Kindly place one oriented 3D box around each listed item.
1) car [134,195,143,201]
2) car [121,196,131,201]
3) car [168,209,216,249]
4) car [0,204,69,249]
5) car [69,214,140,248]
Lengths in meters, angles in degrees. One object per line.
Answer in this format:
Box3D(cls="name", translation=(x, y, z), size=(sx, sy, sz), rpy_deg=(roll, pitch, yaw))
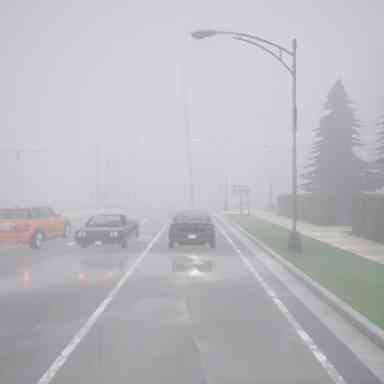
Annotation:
Box3D(cls="car", translation=(-14.143, 1.527, 88.585), size=(2.033, 1.411, 5.357), rpy_deg=(0, 0, 1))
Box3D(cls="car", translation=(-17.643, 1.582, 88.609), size=(1.895, 1.301, 4.718), rpy_deg=(0, 0, 1))
Box3D(cls="car", translation=(0.000, 1.483, 14.650), size=(1.882, 1.535, 5.008), rpy_deg=(0, 0, 0))
Box3D(cls="car", translation=(-7.000, 1.364, 14.620), size=(2.097, 1.767, 4.553), rpy_deg=(0, 0, 0))
Box3D(cls="car", translation=(-3.500, 1.614, 14.680), size=(1.895, 1.301, 4.718), rpy_deg=(0, 0, 0))
